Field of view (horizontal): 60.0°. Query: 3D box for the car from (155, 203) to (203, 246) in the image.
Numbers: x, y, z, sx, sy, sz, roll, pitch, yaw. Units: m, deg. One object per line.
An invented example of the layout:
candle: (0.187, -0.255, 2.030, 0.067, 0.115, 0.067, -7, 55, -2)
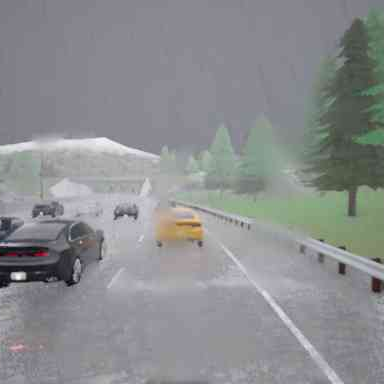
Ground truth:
car: (-0.607, 1.470, 15.209, 1.882, 1.535, 5.008, 0, 0, -4)

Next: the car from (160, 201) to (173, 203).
car: (-2.404, 1.552, 30.897, 1.994, 1.385, 4.181, 0, 0, -9)

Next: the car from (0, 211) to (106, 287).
car: (-3.749, 1.510, 9.382, 1.837, 1.490, 4.892, 0, 0, -3)

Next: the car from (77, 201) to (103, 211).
car: (-9.517, 1.534, 31.059, 1.812, 1.442, 4.674, 0, 0, -9)

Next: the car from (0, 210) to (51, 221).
car: (-7.435, 1.614, 12.949, 1.895, 1.301, 4.718, 0, 0, -4)

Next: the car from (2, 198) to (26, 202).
car: (-27.771, 1.649, 52.779, 1.895, 1.301, 4.718, 0, 0, -10)

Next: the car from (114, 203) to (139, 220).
car: (-5.575, 1.599, 28.643, 1.895, 1.301, 4.718, 0, 0, -8)

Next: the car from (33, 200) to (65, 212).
car: (-12.879, 1.523, 30.035, 1.837, 1.490, 4.892, 0, 0, -9)

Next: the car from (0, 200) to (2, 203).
car: (-31.129, 1.659, 51.711, 1.895, 1.301, 4.718, 0, 0, -10)
